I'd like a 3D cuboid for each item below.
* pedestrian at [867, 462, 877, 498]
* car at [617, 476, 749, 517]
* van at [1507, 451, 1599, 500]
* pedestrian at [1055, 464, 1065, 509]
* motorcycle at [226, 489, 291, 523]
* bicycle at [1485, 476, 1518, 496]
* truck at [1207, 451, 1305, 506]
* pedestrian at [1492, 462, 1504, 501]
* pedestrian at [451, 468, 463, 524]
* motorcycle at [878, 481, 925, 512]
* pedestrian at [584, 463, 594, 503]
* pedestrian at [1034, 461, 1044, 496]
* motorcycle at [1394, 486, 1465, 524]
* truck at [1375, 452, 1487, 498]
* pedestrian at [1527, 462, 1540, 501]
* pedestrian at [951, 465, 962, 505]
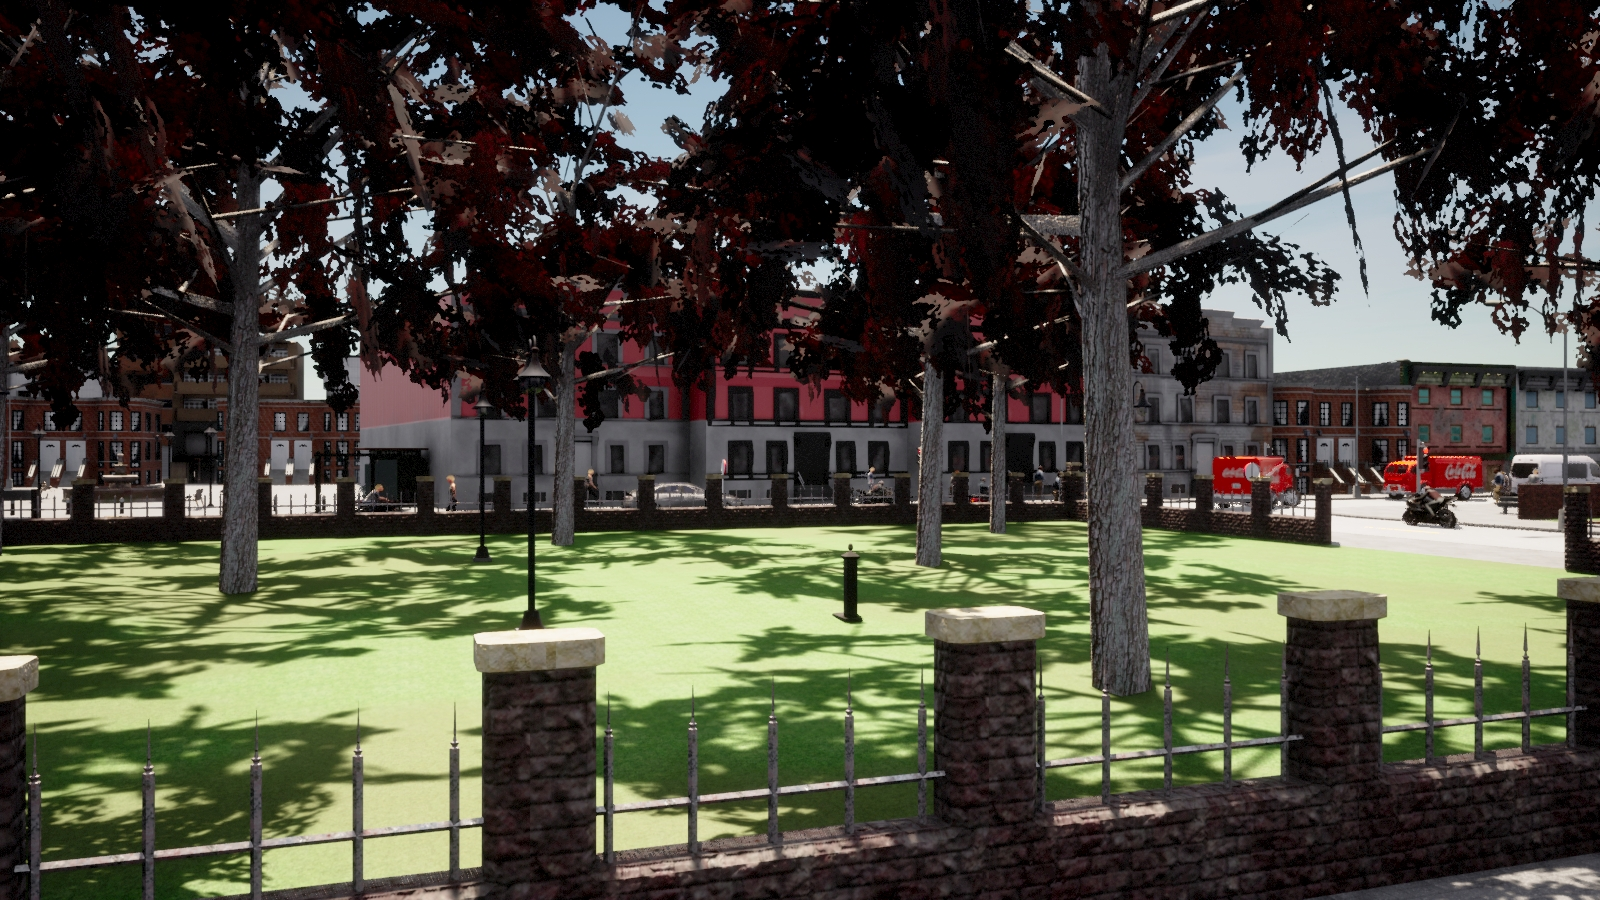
[{"bbox_3d":[3.659,1.523,58.276,0.375,1.860,0.375,0,0,-20],"label":"pedestrian"},{"bbox_3d":[-4.678,1.826,45.707,4.902,1.511,2.128,0,0,-19],"label":"car"},{"bbox_3d":[41.169,1.314,61.503,5.915,2.561,1.988,0,0,-18],"label":"van"},{"bbox_3d":[10.819,1.525,47.579,0.375,1.860,0.375,0,0,16],"label":"pedestrian"},{"bbox_3d":[-19.283,1.992,40.730,2.033,1.145,0.803,0,0,-19],"label":"motorcycle"},{"bbox_3d":[40.060,2.036,65.248,1.487,1.080,0.859,0,0,-18],"label":"bicycle"},{"bbox_3d":[21.938,1.342,54.830,2.627,2.467,5.204,-1,-1,43],"label":"truck"},{"bbox_3d":[33.504,1.517,54.853,0.375,1.860,0.375,0,0,9],"label":"pedestrian"},{"bbox_3d":[-11.507,1.523,38.296,0.375,1.860,0.375,0,0,-19],"label":"pedestrian"},{"bbox_3d":[4.303,1.962,48.552,1.805,1.236,0.856,0,1,-21],"label":"motorcycle"},{"bbox_3d":[-9.861,1.524,53.423,0.375,1.860,0.375,0,0,-20],"label":"pedestrian"},{"bbox_3d":[12.824,1.524,61.238,0.375,1.860,0.375,0,0,-22],"label":"pedestrian"},{"bbox_3d":[22.836,1.985,41.484,0.867,1.251,2.209,0,0,-20],"label":"motorcycle"},{"bbox_3d":[35.004,1.348,63.458,5.204,2.467,2.627,0,0,-19],"label":"truck"},{"bbox_3d":[35.601,1.515,55.429,0.375,1.860,0.375,0,0,-12],"label":"pedestrian"},{"bbox_3d":[7.342,1.629,53.705,0.375,1.860,0.375,0,0,-18],"label":"pedestrian"}]
